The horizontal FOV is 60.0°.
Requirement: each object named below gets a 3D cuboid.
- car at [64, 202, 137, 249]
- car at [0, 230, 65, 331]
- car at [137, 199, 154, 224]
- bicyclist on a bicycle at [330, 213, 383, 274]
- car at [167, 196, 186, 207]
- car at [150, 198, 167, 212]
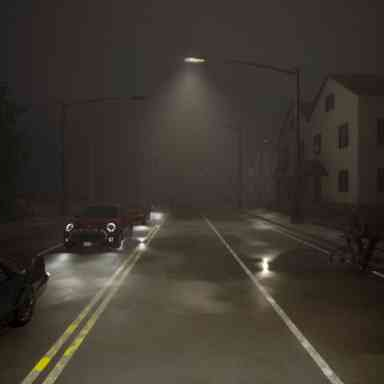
[{"bbox_3d":[-3.911,1.342,14.539,2.097,1.767,4.553,0,0,-1],"label":"car"},{"bbox_3d":[-3.668,1.545,4.281,2.033,1.411,5.357,0,0,-1],"label":"car"},{"bbox_3d":[-4.130,1.510,24.430,1.812,1.442,4.674,0,0,-1],"label":"car"},{"bbox_3d":[4.629,1.417,9.182,1.656,1.620,0.582,0,0,-1],"label":"bicyclist on a bicycle"},{"bbox_3d":[-2.552,1.304,49.070,2.097,1.767,4.553,0,0,-21],"label":"car"},{"bbox_3d":[-4.409,1.467,39.223,2.128,1.511,4.902,0,0,-1],"label":"car"}]
